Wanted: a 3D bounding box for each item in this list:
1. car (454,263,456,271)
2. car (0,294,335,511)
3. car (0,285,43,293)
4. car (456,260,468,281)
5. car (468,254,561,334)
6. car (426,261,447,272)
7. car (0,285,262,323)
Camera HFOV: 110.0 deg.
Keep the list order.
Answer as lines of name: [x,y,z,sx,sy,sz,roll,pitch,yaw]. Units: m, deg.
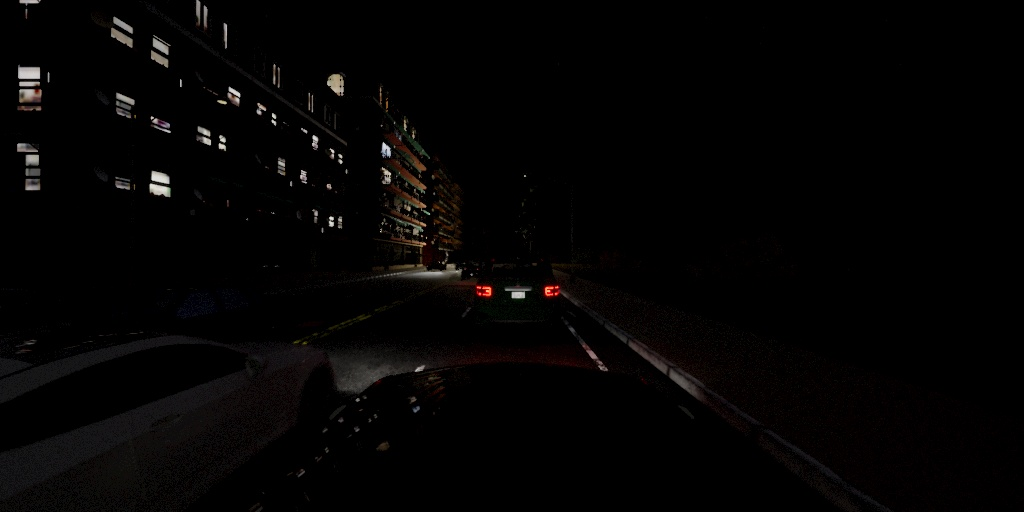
car: [-6.586,1.258,48.459,1.837,1.490,4.892,0,0,0]
car: [-3.156,1.276,2.635,1.812,1.442,4.674,0,0,0]
car: [-9.852,1.242,5.747,2.128,1.511,4.902,0,0,0]
car: [-3.144,1.244,30.417,2.128,1.511,4.902,0,0,0]
car: [0.103,0.973,10.755,2.150,2.045,5.566,0,0,-1]
car: [-9.838,1.354,46.862,1.895,1.301,4.718,0,0,0]
car: [-6.602,1.298,7.050,2.033,1.411,5.357,0,0,0]
